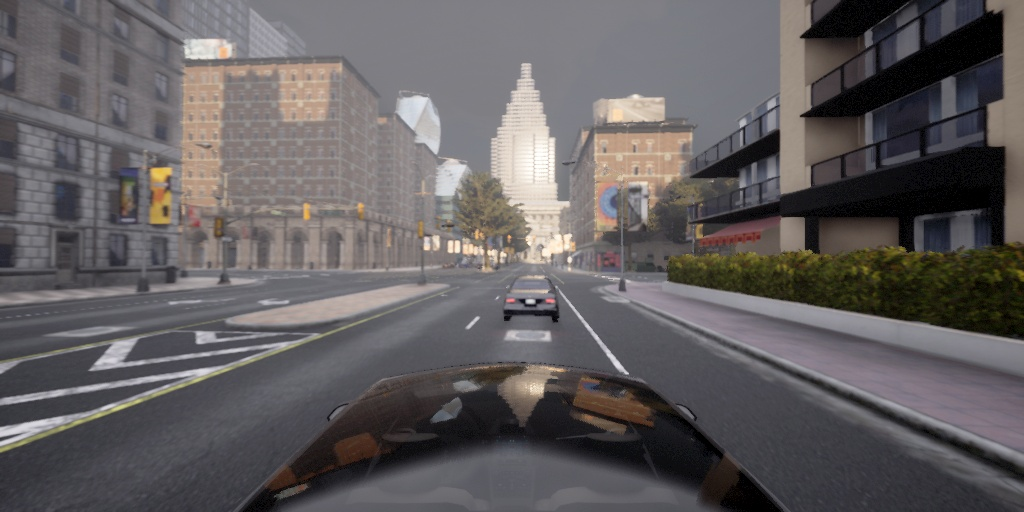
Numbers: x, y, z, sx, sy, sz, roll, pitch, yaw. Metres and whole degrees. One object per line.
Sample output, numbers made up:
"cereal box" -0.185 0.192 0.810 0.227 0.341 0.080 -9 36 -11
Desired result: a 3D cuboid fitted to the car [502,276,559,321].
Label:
"car" 0.718 1.417 13.085 2.033 1.411 5.357 0 -1 4
